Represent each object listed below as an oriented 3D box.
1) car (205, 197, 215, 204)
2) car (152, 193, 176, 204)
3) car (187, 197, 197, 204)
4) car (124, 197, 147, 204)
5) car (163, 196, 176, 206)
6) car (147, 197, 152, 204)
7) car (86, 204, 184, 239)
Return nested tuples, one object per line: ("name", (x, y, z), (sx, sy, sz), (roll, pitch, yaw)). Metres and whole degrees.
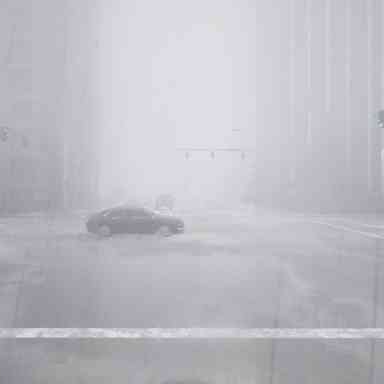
("car", (3.433, 1.601, 65.003), (1.895, 1.301, 4.718), (0, 0, 0))
("car", (-3.644, 1.221, 44.346), (2.150, 2.045, 5.566), (0, 0, 0))
("car", (-0.067, 1.601, 65.539), (1.895, 1.301, 4.718), (0, 0, 0))
("car", (-7.141, 1.477, 41.252), (1.882, 1.535, 5.008), (0, 0, 0))
("car", (-3.636, 1.477, 54.342), (1.882, 1.535, 5.008), (0, 0, 0))
("car", (-7.139, 1.491, 50.739), (2.128, 1.511, 4.902), (0, 0, 0))
("car", (-2.832, 1.505, 16.903), (4.892, 1.490, 1.837), (0, 0, -1))
